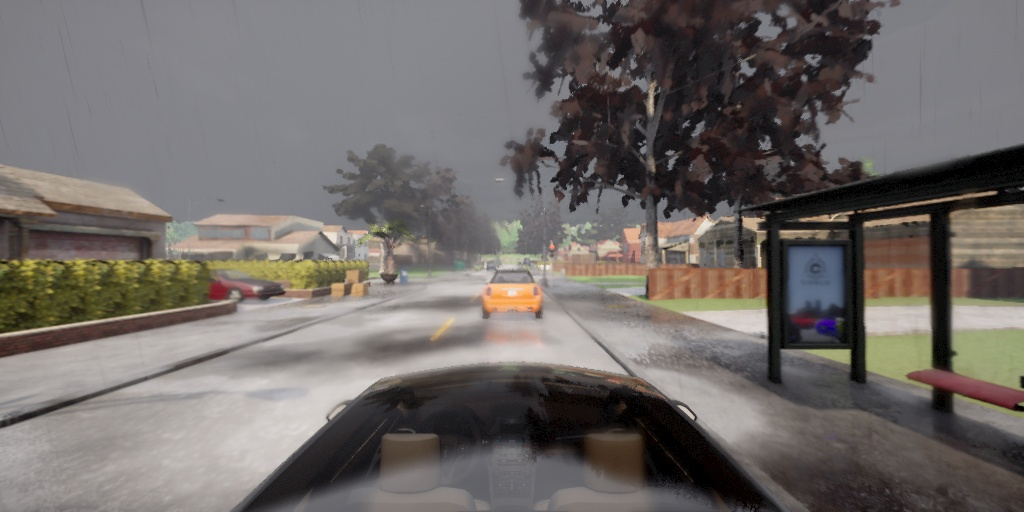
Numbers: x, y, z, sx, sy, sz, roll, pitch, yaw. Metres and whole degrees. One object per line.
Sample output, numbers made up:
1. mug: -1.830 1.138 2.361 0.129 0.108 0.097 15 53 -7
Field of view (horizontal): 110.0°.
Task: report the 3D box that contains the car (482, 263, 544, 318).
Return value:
1. car: 0.040 1.270 13.930 2.097 1.767 4.553 0 -1 0
